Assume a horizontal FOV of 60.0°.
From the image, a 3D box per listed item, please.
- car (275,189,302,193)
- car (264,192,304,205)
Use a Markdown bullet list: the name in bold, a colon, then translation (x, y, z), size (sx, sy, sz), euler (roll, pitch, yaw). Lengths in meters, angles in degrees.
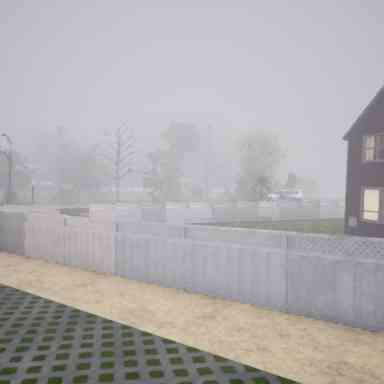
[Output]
- **car**: translation (11.923, 0.702, 43.597), size (5.566, 2.045, 2.150), euler (0, 2, -18)
- **car**: translation (10.952, 1.123, 39.870), size (4.674, 1.442, 1.812), euler (0, 2, -18)
